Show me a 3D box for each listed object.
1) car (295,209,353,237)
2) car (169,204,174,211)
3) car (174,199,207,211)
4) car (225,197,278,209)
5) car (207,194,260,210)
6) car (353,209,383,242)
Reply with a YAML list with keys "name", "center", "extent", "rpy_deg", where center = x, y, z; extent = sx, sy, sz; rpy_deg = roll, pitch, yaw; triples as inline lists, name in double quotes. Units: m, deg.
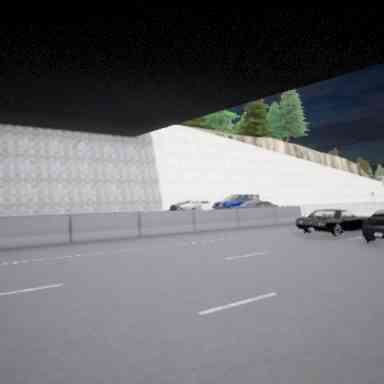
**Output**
- name: "car"
  center: [7.786, 1.575, 17.936]
  extent: [4.718, 1.301, 1.895]
  rpy_deg: [0, 0, -36]
- name: "car"
  center: [-0.498, 1.541, 38.043]
  extent: [4.181, 1.385, 1.994]
  rpy_deg: [0, 0, -35]
- name: "car"
  center: [0.796, 1.503, 34.668]
  extent: [4.674, 1.442, 1.812]
  rpy_deg: [0, 0, -35]
- name: "car"
  center: [5.628, 1.478, 29.514]
  extent: [4.892, 1.490, 1.837]
  rpy_deg: [0, 0, -35]
- name: "car"
  center: [4.592, 1.195, 33.069]
  extent: [5.566, 2.045, 2.150]
  rpy_deg: [0, 0, -35]
- name: "car"
  center: [9.490, 1.478, 14.851]
  extent: [4.892, 1.490, 1.837]
  rpy_deg: [0, 0, -36]
